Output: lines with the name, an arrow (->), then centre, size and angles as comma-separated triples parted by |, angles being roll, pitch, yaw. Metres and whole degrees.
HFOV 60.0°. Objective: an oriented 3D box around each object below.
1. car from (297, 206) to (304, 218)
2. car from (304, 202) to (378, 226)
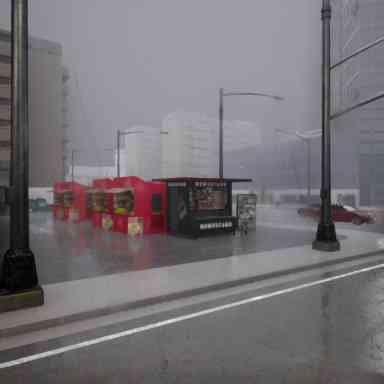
car -> 11.479, 1.644, 29.269 | 1.812, 1.442, 4.674 | 0, -1, -36
car -> 10.891, 1.605, 24.115 | 1.812, 1.442, 4.674 | 0, -1, -36
